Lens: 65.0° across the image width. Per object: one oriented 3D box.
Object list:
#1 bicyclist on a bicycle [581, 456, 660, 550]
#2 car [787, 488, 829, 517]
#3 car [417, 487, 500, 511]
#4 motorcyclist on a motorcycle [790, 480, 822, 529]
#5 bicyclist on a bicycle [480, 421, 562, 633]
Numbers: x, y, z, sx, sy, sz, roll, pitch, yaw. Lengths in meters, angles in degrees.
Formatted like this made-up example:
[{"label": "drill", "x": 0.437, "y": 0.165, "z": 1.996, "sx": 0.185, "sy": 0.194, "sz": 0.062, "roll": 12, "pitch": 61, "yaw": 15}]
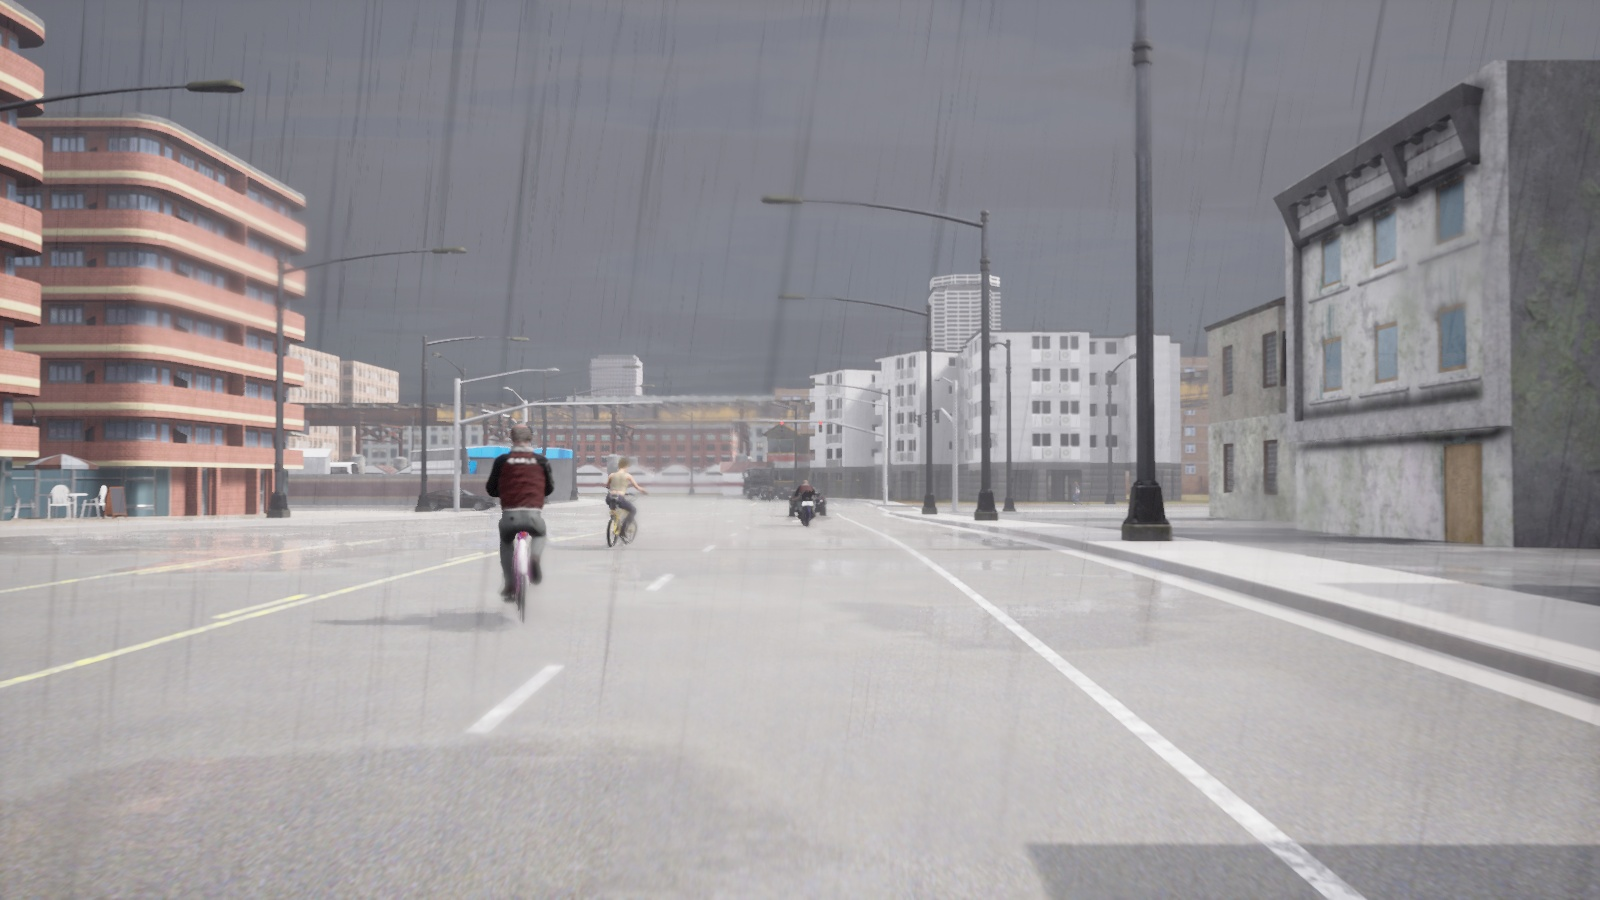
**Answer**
[{"label": "bicyclist on a bicycle", "x": -3.267, "y": 0.958, "z": 22.965, "sx": 0.866, "sy": 1.612, "sz": 1.509, "roll": 4, "pitch": -1, "yaw": 12}, {"label": "car", "x": 0.403, "y": 2.751, "z": 66.421, "sx": 2.163, "sy": 1.488, "sz": 4.792, "roll": 0, "pitch": -2, "yaw": 0}, {"label": "car", "x": -22.580, "y": 3.228, "z": 83.105, "sx": 5.008, "sy": 1.535, "sz": 1.882, "roll": 0, "pitch": -1, "yaw": -1}, {"label": "motorcyclist on a motorcycle", "x": 0.174, "y": 1.747, "z": 40.536, "sx": 0.866, "sy": 1.530, "sz": 2.191, "roll": -1, "pitch": -2, "yaw": -4}, {"label": "bicyclist on a bicycle", "x": -2.572, "y": 0.650, "z": 11.455, "sx": 0.659, "sy": 1.776, "sz": 1.843, "roll": 0, "pitch": -1, "yaw": -15}]
